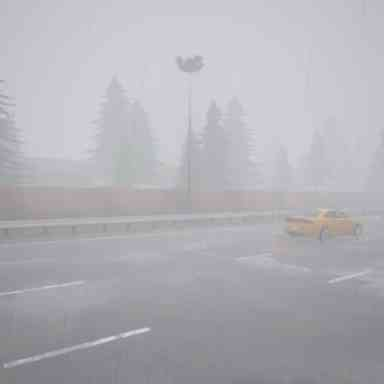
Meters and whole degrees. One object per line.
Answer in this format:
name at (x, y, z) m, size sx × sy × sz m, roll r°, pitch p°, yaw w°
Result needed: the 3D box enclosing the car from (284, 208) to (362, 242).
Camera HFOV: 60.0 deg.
car at (6.922, 1.600, 17.332) m, size 5.008 × 1.535 × 1.882 m, roll 0°, pitch 0°, yaw -36°
